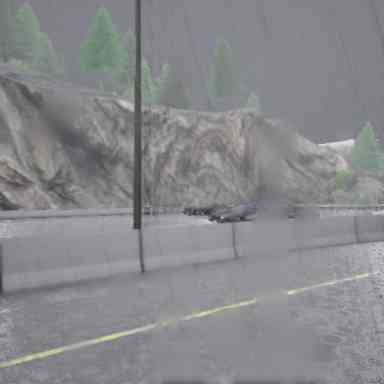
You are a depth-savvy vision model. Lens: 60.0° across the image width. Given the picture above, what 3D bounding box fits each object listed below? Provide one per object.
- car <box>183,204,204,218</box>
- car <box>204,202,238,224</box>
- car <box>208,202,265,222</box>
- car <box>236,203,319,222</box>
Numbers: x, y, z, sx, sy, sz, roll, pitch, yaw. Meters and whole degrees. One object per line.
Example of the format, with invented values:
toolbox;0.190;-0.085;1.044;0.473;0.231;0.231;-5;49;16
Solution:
car;1.573;1.553;29.408;4.718;1.301;1.895;0;0;-29
car;3.776;1.517;22.659;5.357;1.411;2.033;0;0;-29
car;3.548;1.527;26.461;4.181;1.385;1.994;0;0;-29
car;5.275;1.484;19.443;4.892;1.490;1.837;0;0;-29
